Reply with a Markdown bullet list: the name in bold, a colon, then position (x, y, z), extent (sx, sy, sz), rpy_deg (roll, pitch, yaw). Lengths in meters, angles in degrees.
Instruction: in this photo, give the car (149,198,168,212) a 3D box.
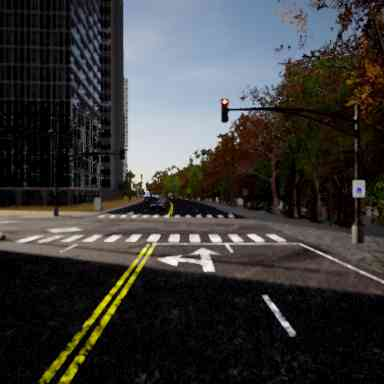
- **car**: position (-4.040, 1.720, 39.709), extent (1.895, 1.301, 4.718), rpy_deg (0, 0, -3)
